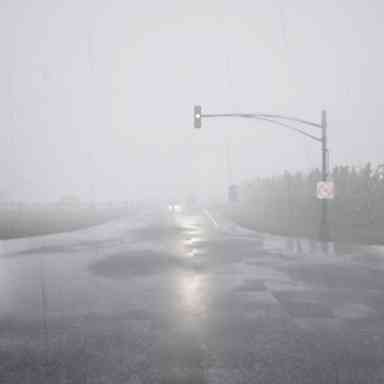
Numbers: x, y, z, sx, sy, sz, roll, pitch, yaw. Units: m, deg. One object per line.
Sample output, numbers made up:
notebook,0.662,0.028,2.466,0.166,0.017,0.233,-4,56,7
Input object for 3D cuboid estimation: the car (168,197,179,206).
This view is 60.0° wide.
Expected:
car,-3.451,1.769,63.203,2.128,1.511,4.902,0,0,0

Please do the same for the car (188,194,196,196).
car,0.053,1.516,69.058,2.150,2.045,5.566,0,0,0

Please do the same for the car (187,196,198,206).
car,0.046,1.866,59.052,1.895,1.301,4.718,0,0,0
